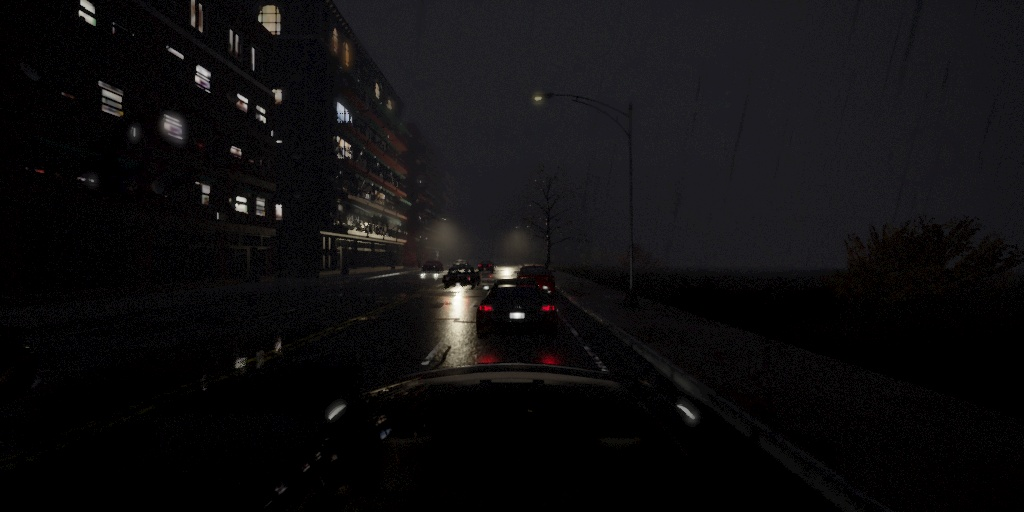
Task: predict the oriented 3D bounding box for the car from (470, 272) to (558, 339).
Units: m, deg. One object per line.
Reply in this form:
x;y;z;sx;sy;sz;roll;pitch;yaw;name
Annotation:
0.111;1.315;10.091;1.994;1.385;4.181;0;0;0;car

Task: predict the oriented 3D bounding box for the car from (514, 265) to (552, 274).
1.155;1.230;19.011;1.882;1.535;5.008;0;0;0;car

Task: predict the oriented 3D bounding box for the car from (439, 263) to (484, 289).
-3.129;1.353;23.154;1.895;1.301;4.718;0;0;0;car

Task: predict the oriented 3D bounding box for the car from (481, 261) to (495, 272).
-3.110;1.277;43.478;1.812;1.442;4.674;0;0;0;car

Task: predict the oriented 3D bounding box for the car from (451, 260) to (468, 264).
-6.555;1.242;45.815;2.128;1.511;4.902;0;0;0;car

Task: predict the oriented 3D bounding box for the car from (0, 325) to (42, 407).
-6.599;1.241;2.167;2.128;1.511;4.902;0;0;0;car

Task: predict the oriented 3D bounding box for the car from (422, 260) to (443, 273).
-9.807;1.229;44.446;1.882;1.535;5.008;0;0;0;car
